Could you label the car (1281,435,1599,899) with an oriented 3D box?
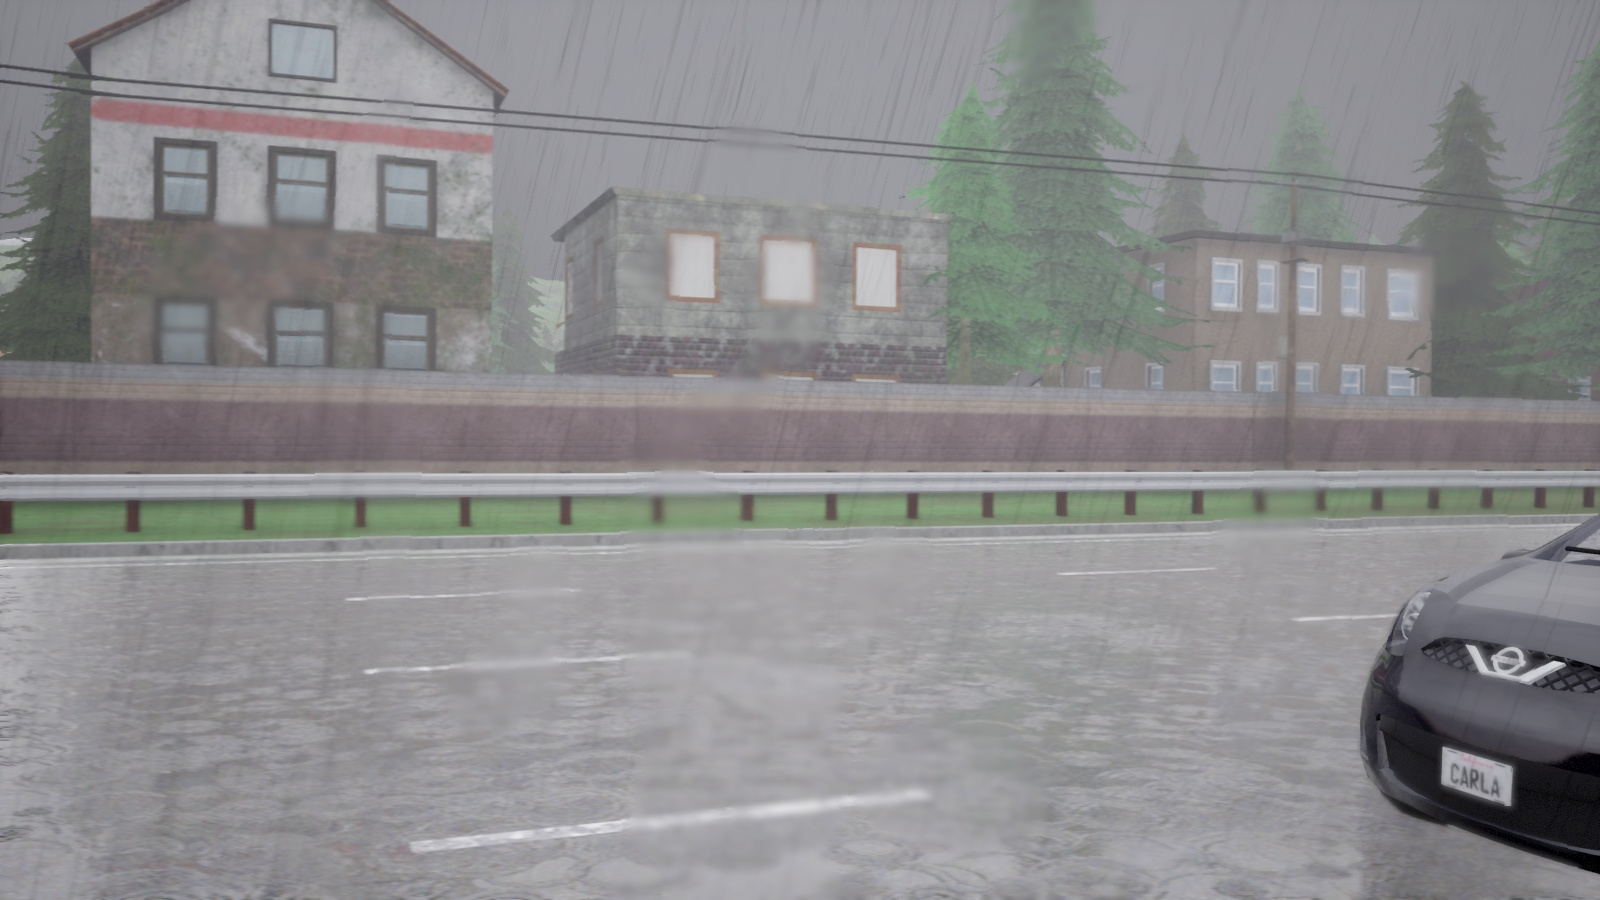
[{"bbox_3d":[3.922,0.693,4.728,3.633,1.501,1.845,-1,1,-21],"label":"car"}]
